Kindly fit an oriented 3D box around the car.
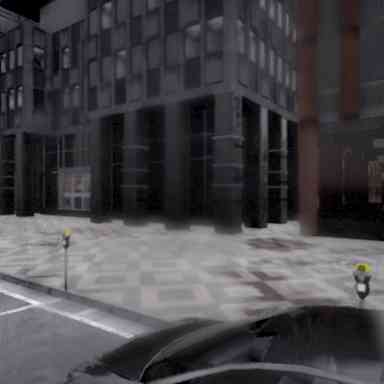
[{"bbox_3d":[0.890,1.566,2.328,4.313,1.339,1.947,0,0,35],"label":"car"}]
